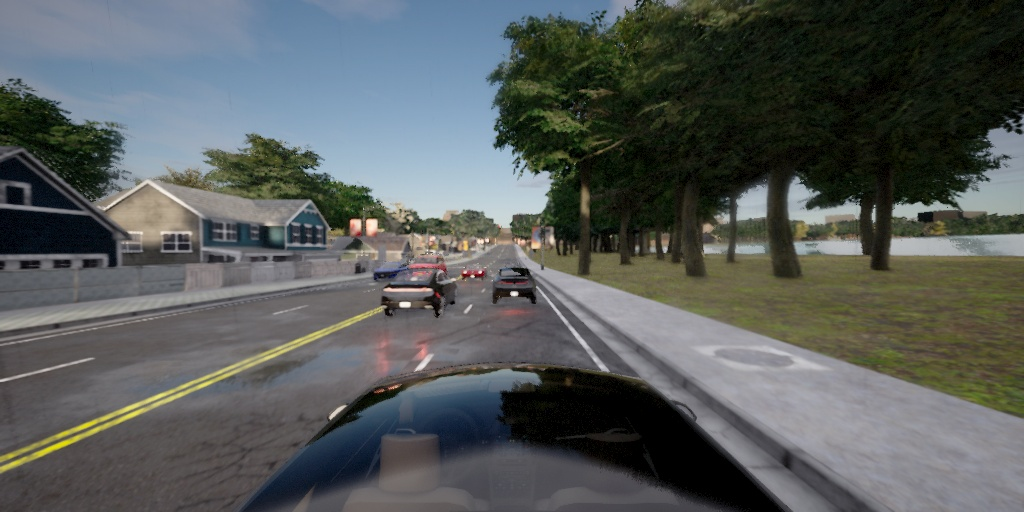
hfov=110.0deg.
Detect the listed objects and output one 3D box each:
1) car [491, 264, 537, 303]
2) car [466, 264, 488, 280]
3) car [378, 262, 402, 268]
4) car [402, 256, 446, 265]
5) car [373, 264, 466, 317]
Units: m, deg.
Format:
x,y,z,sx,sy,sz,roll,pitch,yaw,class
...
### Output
x,y,z,sx,sy,sz,roll,pitch,yaw,class
0.092,1.234,16.460,1.837,1.490,4.892,0,0,0,car
-3.174,1.361,31.151,1.895,1.301,4.718,0,0,0,car
-9.799,1.231,29.638,1.882,1.535,5.008,0,0,1,car
-6.559,0.973,28.292,2.150,2.045,5.566,0,0,1,car
-3.156,1.223,13.004,2.128,1.511,4.902,0,0,0,car
